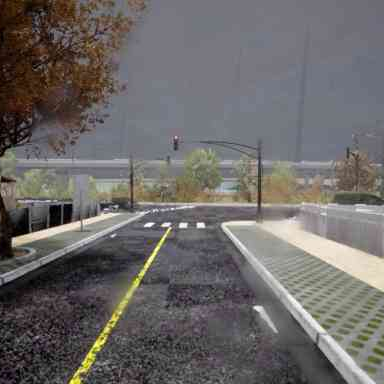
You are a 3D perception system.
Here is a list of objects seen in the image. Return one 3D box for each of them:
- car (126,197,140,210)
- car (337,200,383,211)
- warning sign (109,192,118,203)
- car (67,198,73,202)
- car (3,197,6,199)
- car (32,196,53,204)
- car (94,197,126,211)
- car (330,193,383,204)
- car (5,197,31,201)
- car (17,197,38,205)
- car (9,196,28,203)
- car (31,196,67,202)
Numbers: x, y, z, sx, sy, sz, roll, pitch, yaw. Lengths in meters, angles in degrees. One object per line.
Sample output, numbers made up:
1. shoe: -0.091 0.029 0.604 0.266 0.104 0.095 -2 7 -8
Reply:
1. car: -9.148 1.458 44.840 4.553 1.767 2.097 0 2 36
2. car: 13.526 1.525 24.349 4.674 1.442 1.812 -1 2 36
3. warning sign: -14.235 0.995 60.239 1.060 1.860 1.300 2 1 36
4. car: -18.933 1.697 51.968 4.892 1.490 1.837 -1 1 36
5. car: -40.859 1.695 72.030 4.892 1.490 1.837 -1 2 36
6. car: -30.847 1.630 68.773 4.674 1.442 1.812 -1 2 36
7. car: -11.288 1.709 42.384 4.902 1.511 2.128 0 2 36
8. car: 14.466 1.121 27.668 5.566 2.045 2.150 -1 2 36
9. car: -32.055 1.833 61.621 4.674 1.442 1.812 -1 2 36
10. car: -32.649 1.746 66.067 4.674 1.442 1.812 -1 2 36
11. car: -38.971 1.681 74.678 4.718 1.301 1.895 -1 2 36
12. car: -21.378 1.658 49.721 4.553 1.767 2.097 -1 2 36
